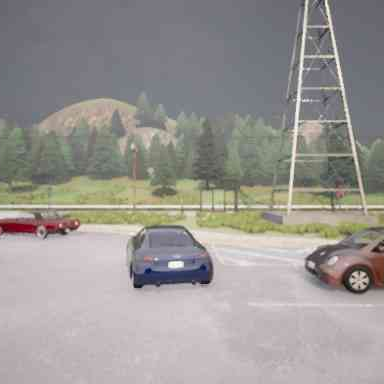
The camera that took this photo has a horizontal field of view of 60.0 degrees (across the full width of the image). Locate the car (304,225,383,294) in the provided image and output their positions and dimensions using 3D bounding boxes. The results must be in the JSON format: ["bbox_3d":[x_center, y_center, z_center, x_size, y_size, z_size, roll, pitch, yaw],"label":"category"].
[{"bbox_3d":[4.891,1.561,8.240,3.905,1.438,1.784,0,0,0],"label":"car"}]

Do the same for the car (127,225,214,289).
[{"bbox_3d":[-0.796,1.610,9.443,1.994,1.385,4.181,0,0,-13],"label":"car"}]

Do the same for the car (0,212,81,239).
[{"bbox_3d":[-8.443,1.685,17.661,4.718,1.301,1.895,0,0,18],"label":"car"}]
